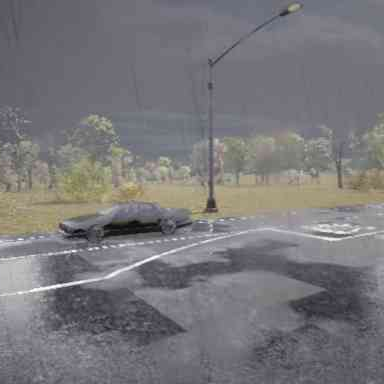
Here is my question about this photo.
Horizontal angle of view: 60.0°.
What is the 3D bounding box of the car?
[{"bbox_3d":[-2.533,1.105,13.546,5.357,1.411,2.033,-2,2,-33],"label":"car"}]
